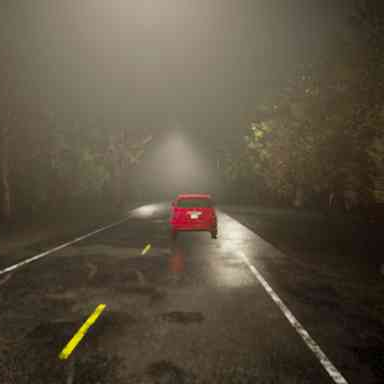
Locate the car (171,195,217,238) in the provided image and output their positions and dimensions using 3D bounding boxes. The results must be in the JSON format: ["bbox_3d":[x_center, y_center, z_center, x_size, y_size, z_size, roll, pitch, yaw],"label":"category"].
[{"bbox_3d":[0.105,1.153,17.275,2.150,2.045,5.566,0,0,0],"label":"car"}]

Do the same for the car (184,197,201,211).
[{"bbox_3d":[0.047,1.372,39.104,1.812,1.442,4.674,0,0,0],"label":"car"}]
